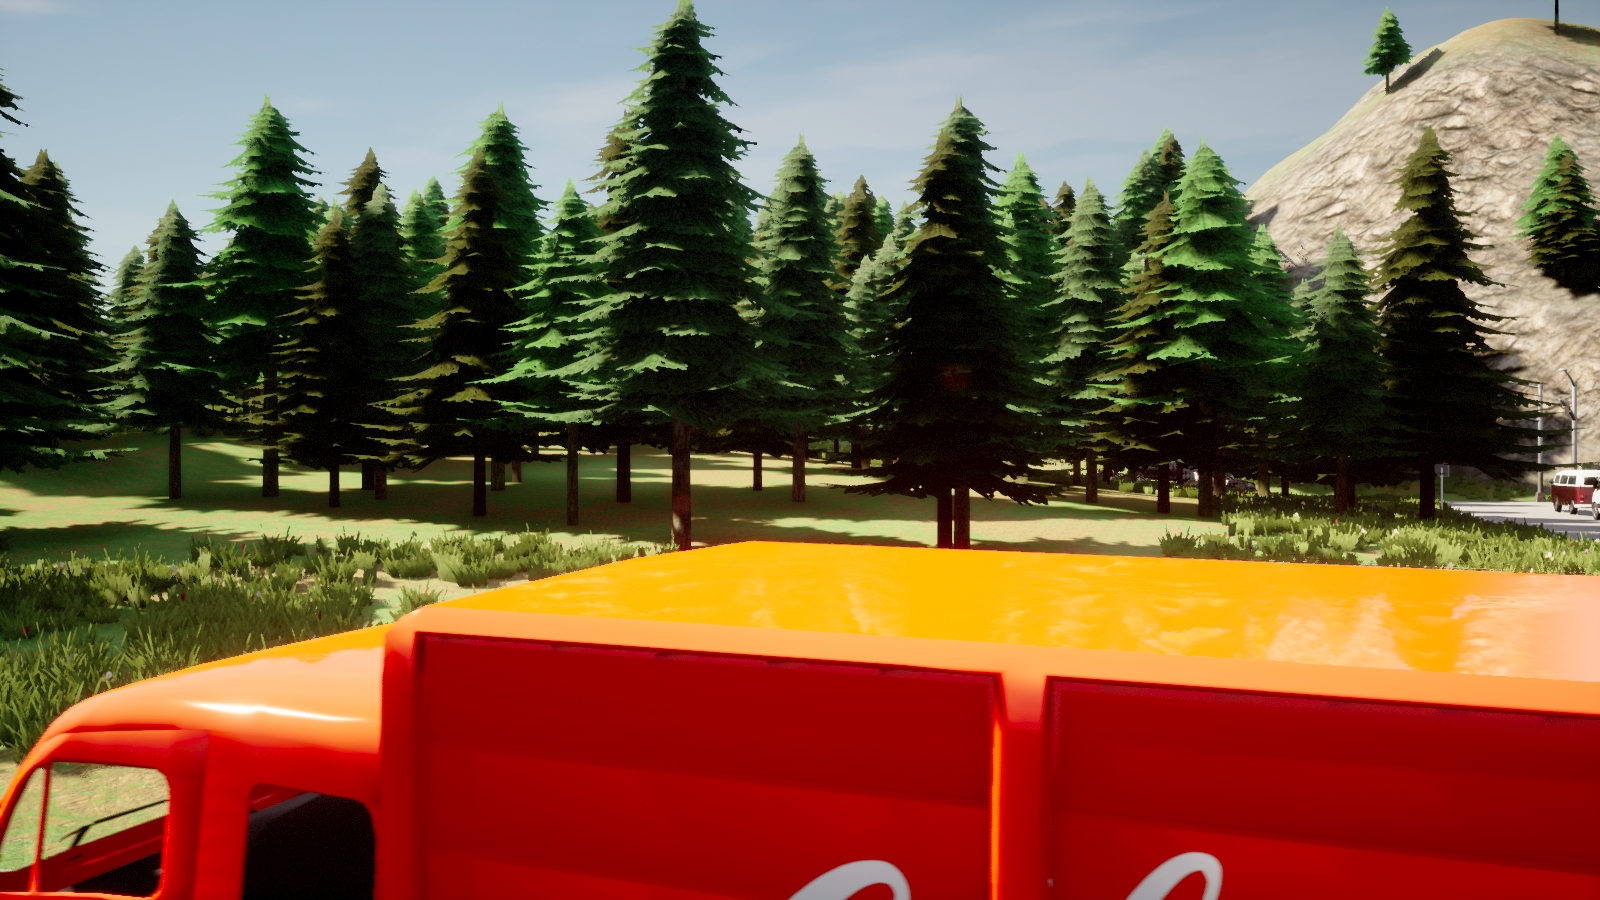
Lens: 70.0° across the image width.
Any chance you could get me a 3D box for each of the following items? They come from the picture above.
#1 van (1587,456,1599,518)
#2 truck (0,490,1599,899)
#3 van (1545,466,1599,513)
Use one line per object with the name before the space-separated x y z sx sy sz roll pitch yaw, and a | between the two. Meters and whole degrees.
van | 33.726 1.534 45.978 1.988 2.561 5.915 0 0 20
truck | 0.141 1.430 3.285 5.204 2.467 2.627 0 0 20
van | 36.159 1.782 52.642 2.069 2.038 4.480 0 0 20
